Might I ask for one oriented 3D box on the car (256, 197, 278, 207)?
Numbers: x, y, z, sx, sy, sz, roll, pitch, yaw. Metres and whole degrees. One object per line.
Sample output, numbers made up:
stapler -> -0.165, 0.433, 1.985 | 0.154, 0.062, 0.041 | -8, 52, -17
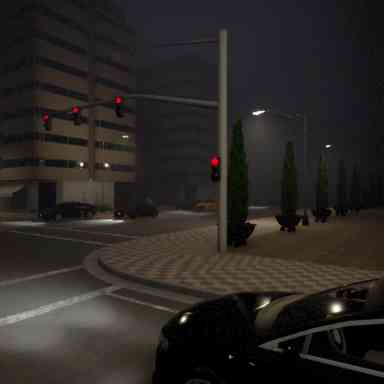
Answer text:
car -> 12.834, 1.548, 53.951 | 2.128, 1.511, 4.902 | 0, 0, 36

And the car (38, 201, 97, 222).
car -> -10.226, 1.560, 27.528 | 1.837, 1.490, 4.892 | 0, 0, 35

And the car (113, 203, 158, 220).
car -> -4.851, 1.619, 29.072 | 1.994, 1.385, 4.181 | 0, 0, 35

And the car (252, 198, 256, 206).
car -> 10.677, 1.666, 56.944 | 1.994, 1.385, 4.181 | 0, 0, 35

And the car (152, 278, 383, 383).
car -> 1.834, 1.492, 2.665 | 4.902, 1.511, 2.128 | 0, 0, 36

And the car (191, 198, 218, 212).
car -> 2.357, 1.533, 39.267 | 1.882, 1.535, 5.008 | 0, 0, 35

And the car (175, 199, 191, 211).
car -> 0.171, 1.602, 42.242 | 2.033, 1.411, 5.357 | 0, 0, 35
